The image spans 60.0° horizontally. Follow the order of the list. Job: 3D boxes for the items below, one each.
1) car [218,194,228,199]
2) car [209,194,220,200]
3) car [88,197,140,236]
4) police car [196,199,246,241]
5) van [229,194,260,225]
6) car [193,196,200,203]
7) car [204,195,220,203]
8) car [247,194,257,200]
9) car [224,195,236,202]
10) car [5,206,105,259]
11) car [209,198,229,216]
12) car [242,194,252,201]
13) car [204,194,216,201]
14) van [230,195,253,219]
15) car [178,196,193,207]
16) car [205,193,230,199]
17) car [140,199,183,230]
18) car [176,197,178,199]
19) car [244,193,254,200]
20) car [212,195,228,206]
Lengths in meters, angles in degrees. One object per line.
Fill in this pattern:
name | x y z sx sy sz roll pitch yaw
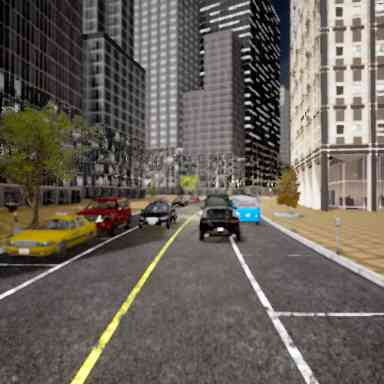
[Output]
car | 8.437 1.196 90.186 2.008 1.369 4.403 1 0 17
car | 5.362 1.207 79.494 1.752 1.417 4.829 1 0 15
car | -4.677 1.236 18.316 2.192 1.841 5.009 1 0 3
police car | 1.338 1.351 16.547 1.930 1.638 5.238 0 0 3
van | 3.678 1.238 22.775 1.690 1.788 3.998 1 0 5
car | 0.378 1.342 57.900 1.802 1.307 4.206 1 0 11
car | 3.780 1.284 61.954 2.033 1.411 5.357 0 0 12
car | 15.378 1.168 85.445 1.887 1.381 4.507 1 0 17
car | 7.833 1.297 67.632 1.895 1.301 4.718 0 0 14
car | -4.993 1.470 12.489 1.752 1.417 4.829 1 0 2
car | 2.667 1.382 32.267 1.812 1.442 4.674 0 0 6
car | 12.344 1.233 74.529 1.947 1.339 4.313 1 0 15
car | 4.022 1.265 74.336 1.947 1.339 4.313 1 0 14
van | 4.200 1.211 28.615 1.690 1.788 3.998 1 0 6
car | -1.575 1.371 46.724 1.947 1.339 4.313 1 0 9
car | 2.073 1.106 26.369 2.150 2.045 5.566 0 0 5
car | -2.019 1.401 20.666 2.128 1.511 4.902 0 0 4
car | -3.127 1.417 35.428 1.947 1.339 4.313 1 0 7
car | 13.819 1.085 80.022 1.967 1.590 4.097 1 0 16
car | 4.235 1.257 49.741 1.882 1.535 5.008 0 0 10
